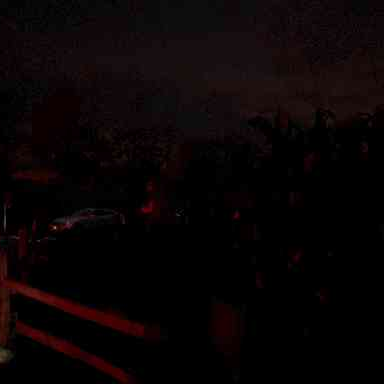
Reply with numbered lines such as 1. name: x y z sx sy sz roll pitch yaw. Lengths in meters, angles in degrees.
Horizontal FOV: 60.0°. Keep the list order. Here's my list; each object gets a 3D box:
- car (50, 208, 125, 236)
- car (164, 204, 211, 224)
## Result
1. car: -6.083 1.680 19.939 1.812 1.442 4.674 0 0 35
2. car: -0.280 1.774 27.924 1.837 1.490 4.892 0 0 36
